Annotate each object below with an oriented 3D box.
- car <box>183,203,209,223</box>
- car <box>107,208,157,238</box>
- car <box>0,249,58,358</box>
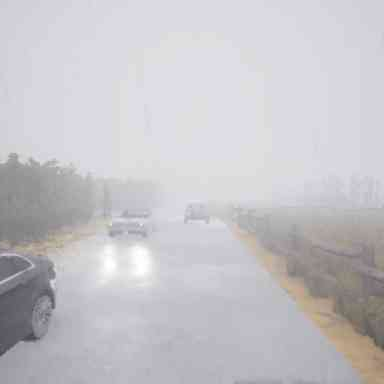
[{"bbox_3d":[0.314,1.506,25.088,2.033,1.411,5.357,0,0,0],"label":"car"},{"bbox_3d":[-3.012,1.562,17.494,1.895,1.301,4.718,0,0,1],"label":"car"},{"bbox_3d":[-3.179,1.476,3.671,2.128,1.511,4.902,0,0,1],"label":"car"}]
